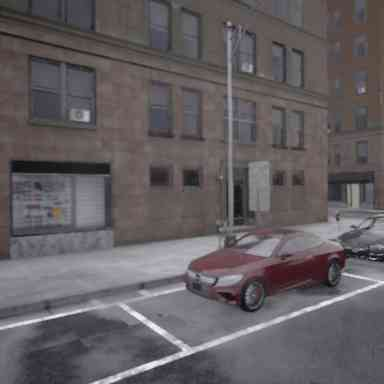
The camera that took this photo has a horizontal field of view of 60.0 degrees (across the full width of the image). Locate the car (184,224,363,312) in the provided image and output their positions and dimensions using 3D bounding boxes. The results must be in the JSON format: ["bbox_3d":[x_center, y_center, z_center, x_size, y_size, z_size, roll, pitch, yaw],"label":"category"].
[{"bbox_3d":[1.800,1.512,7.469,4.206,1.307,1.802,-1,1,-35],"label":"car"}]

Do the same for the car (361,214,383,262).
[{"bbox_3d":[6.426,1.410,10.767,4.403,1.369,2.008,-1,1,-35],"label":"car"}]
